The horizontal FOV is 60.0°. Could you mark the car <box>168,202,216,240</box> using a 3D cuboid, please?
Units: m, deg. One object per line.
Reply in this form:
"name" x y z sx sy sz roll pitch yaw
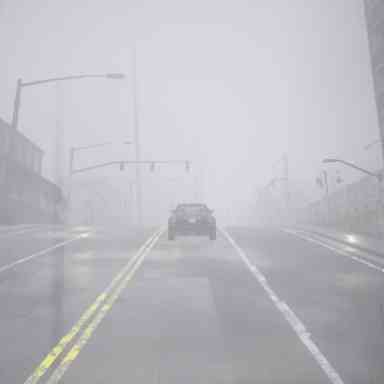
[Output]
"car" 0.002 1.258 16.205 2.097 1.767 4.553 0 0 0
